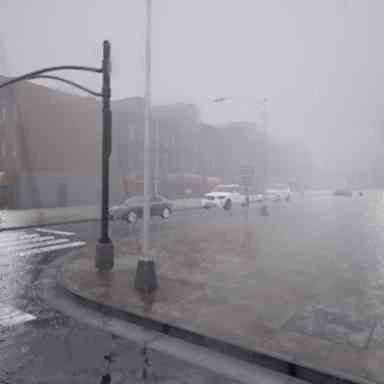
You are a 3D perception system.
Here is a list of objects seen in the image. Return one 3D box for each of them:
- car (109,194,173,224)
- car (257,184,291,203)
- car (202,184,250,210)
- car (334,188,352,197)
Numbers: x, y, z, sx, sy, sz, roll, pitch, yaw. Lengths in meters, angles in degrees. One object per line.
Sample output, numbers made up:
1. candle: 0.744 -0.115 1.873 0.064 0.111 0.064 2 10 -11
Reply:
1. car: -3.146 0.934 19.928 1.837 1.490 4.892 1 2 35
2. car: 9.310 0.107 37.392 2.150 2.045 5.566 1 2 35
3. car: 3.050 0.374 28.624 2.150 2.045 5.566 1 2 35
4. car: 24.123 -0.006 53.131 2.033 1.411 5.357 1 2 35
